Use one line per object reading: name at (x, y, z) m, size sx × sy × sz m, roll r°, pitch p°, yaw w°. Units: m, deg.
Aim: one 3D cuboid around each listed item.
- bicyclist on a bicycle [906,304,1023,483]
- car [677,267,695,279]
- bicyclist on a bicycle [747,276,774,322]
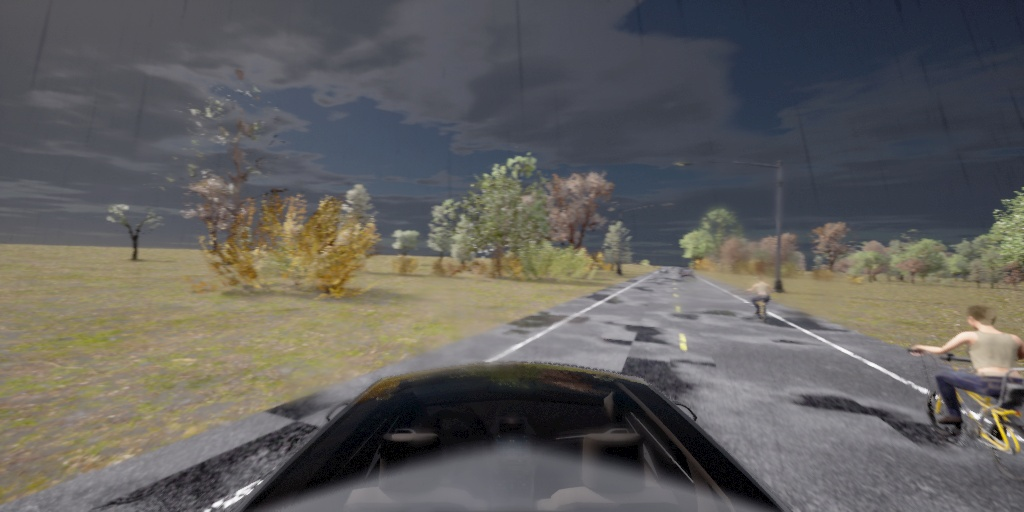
bicyclist on a bicycle at (4.940, 1.319, 3.835) m, size 0.866 × 1.612 × 1.509 m, roll 1°, pitch -1°, yaw 24°
car at (25.688, 2.553, 52.583) m, size 2.033 × 1.411 × 5.357 m, roll 1°, pitch -1°, yaw 24°
bicyclist on a bicycle at (9.116, 1.538, 13.136) m, size 0.866 × 1.612 × 1.509 m, roll 1°, pitch -1°, yaw 24°
